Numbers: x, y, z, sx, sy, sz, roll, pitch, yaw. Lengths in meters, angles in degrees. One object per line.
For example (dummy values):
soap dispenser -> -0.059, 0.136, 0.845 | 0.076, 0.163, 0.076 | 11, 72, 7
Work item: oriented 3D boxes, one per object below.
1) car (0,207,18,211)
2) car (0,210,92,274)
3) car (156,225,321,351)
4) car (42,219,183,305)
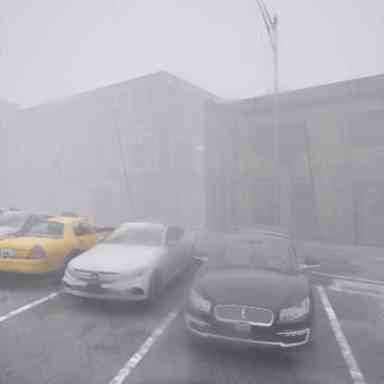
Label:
car -> -6.007, 1.386, 11.513 | 2.002, 1.452, 4.674 | 1, 0, 14
car -> -3.548, 1.379, 10.031 | 1.946, 1.575, 5.366 | 1, 0, 14
car -> 1.253, 1.451, 6.536 | 2.231, 1.521, 4.892 | 1, 0, 14
car -> -1.169, 1.455, 8.192 | 2.002, 1.452, 4.674 | 1, 0, 14
